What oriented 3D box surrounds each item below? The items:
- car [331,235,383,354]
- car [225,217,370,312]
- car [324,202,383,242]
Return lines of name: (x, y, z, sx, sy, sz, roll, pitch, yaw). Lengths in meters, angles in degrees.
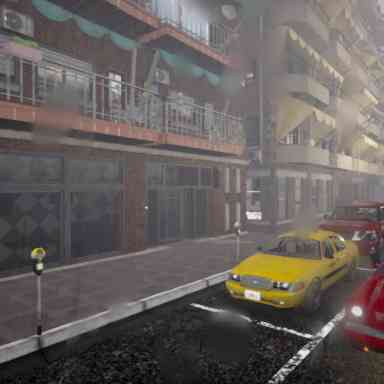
car: (4.013, 1.600, 5.430, 1.895, 1.301, 4.718, 0, 0, 39)
car: (2.602, 1.524, 7.816, 1.752, 1.417, 4.829, 0, 0, 39)
car: (6.202, 1.313, 12.230, 2.192, 1.841, 5.009, 0, 0, 39)
